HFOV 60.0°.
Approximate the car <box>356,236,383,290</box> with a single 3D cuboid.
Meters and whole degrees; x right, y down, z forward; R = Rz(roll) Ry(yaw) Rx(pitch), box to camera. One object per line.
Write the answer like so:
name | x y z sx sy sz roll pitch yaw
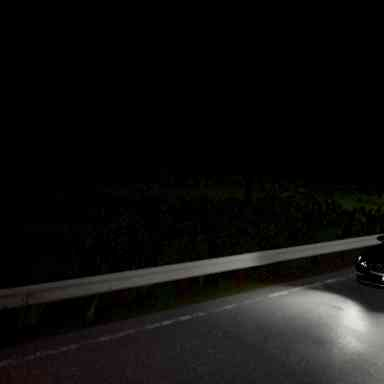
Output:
car | 5.857 1.457 7.873 4.892 1.490 1.837 0 0 -34
